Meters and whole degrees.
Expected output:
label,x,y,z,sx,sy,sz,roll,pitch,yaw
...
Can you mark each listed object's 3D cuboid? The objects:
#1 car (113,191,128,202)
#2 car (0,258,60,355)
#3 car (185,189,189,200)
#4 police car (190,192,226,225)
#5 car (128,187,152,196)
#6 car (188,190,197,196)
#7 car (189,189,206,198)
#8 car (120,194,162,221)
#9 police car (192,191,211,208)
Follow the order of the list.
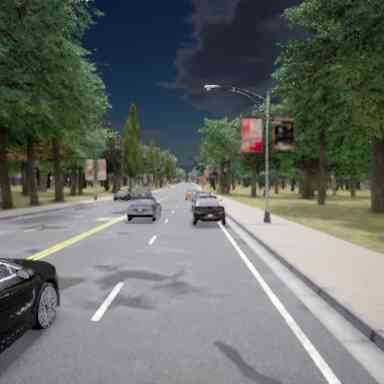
label,x,y,z,sx,sy,sz,roll,pitch,yaw
car,-9.816,0.571,47.241,1.882,1.535,5.008,0,1,0
car,-3.149,1.416,3.713,2.128,1.511,4.902,0,1,0
car,0.016,0.320,53.958,2.097,1.767,4.553,0,1,0
police car,0.981,1.027,20.440,1.930,1.638,5.238,0,1,0
car,-6.572,0.371,44.391,2.150,2.045,5.566,0,1,0
car,0.022,0.189,73.118,1.895,1.301,4.718,0,1,0
car,0.984,0.764,30.298,2.097,1.767,4.553,0,1,0
car,-3.142,1.107,22.587,2.033,1.411,5.357,0,1,0
police car,0.987,0.722,36.438,1.930,1.638,5.238,0,1,0
